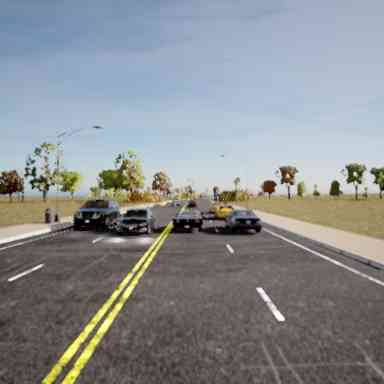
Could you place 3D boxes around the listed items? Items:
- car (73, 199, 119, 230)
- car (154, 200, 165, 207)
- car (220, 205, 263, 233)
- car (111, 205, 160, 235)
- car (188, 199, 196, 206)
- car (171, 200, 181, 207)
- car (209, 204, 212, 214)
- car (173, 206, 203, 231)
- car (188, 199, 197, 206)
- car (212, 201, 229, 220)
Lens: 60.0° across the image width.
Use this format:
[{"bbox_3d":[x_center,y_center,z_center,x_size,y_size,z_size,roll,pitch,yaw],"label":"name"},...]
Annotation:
[{"bbox_3d":[-6.593,1.513,23.704,2.150,2.045,5.566,0,-1,0],"label":"car"},{"bbox_3d":[-6.475,2.327,66.935,1.882,1.535,5.008,0,-1,0],"label":"car"},{"bbox_3d":[3.258,1.815,21.729,2.033,1.411,5.357,0,-1,0],"label":"car"},{"bbox_3d":[-3.342,1.759,20.604,1.837,1.490,4.892,0,-1,0],"label":"car"},{"bbox_3d":[0.029,2.430,77.085,1.837,1.490,4.892,0,-1,0],"label":"car"},{"bbox_3d":[-3.226,2.310,66.870,2.128,1.511,4.902,0,-1,0],"label":"car"},{"bbox_3d":[3.266,1.993,43.919,1.801,1.575,5.366,0,-1,0],"label":"car"},{"bbox_3d":[-0.214,1.883,22.912,1.895,1.301,4.718,0,-1,2],"label":"car"},{"bbox_3d":[0.110,2.318,63.364,2.033,1.411,5.357,0,-1,0],"label":"car"},{"bbox_3d":[3.263,1.860,32.919,1.801,1.575,5.366,0,-1,0],"label":"car"}]
